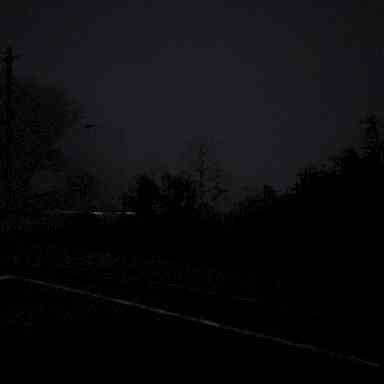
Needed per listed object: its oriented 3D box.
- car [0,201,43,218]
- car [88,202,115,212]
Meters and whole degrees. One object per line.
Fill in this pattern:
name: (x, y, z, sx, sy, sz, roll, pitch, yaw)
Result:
car: (-16.004, 1.521, 29.898, 2.033, 1.411, 5.357, 1, -1, 20)
car: (-12.985, 2.187, 48.010, 1.837, 1.490, 4.892, 1, -2, 21)
